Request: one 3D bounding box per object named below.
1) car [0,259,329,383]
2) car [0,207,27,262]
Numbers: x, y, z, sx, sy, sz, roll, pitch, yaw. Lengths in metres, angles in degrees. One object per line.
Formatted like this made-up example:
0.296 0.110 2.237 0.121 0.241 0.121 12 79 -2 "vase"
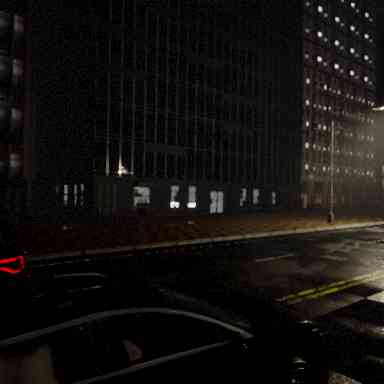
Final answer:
-0.776 1.496 2.887 4.902 1.511 2.128 0 0 -35 "car"
-5.053 1.210 4.074 5.566 2.045 2.150 0 0 -35 "car"
